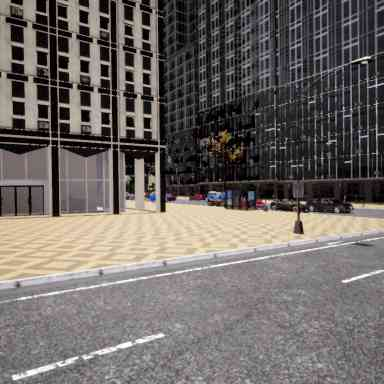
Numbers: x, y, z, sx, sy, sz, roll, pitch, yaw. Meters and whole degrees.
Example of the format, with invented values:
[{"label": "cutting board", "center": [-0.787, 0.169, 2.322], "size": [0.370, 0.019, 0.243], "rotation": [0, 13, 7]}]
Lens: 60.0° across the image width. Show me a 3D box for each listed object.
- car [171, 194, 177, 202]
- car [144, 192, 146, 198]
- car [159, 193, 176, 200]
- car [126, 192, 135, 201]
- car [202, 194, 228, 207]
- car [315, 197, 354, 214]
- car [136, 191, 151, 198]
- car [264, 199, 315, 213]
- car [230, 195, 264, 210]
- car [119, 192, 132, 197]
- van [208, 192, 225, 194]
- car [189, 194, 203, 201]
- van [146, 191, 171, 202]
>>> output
[{"label": "car", "center": [-4.681, 1.137, 61.329], "size": [1.895, 1.301, 4.718], "rotation": [-1, 1, -34]}, {"label": "car", "center": [-8.661, 0.615, 77.143], "size": [2.192, 1.841, 5.009], "rotation": [0, 1, -35]}, {"label": "car", "center": [-5.433, 0.936, 72.468], "size": [1.802, 1.307, 4.206], "rotation": [0, 1, -35]}, {"label": "car", "center": [-12.331, 1.039, 67.710], "size": [2.008, 1.369, 4.403], "rotation": [0, 1, -35]}, {"label": "car", "center": [3.764, 1.319, 44.291], "size": [1.947, 1.339, 4.313], "rotation": [0, 1, -35]}, {"label": "car", "center": [14.020, 1.345, 34.070], "size": [1.837, 1.490, 4.892], "rotation": [-1, 1, -35]}, {"label": "car", "center": [-11.890, 0.686, 81.822], "size": [1.967, 1.590, 4.097], "rotation": [0, 1, -35]}, {"label": "car", "center": [10.158, 1.424, 34.891], "size": [1.947, 1.339, 4.313], "rotation": [-1, 1, -35]}, {"label": "car", "center": [6.944, 1.388, 39.581], "size": [1.802, 1.307, 4.206], "rotation": [0, 1, -35]}, {"label": "car", "center": [-18.345, 0.688, 91.179], "size": [2.008, 1.369, 4.403], "rotation": [0, 1, -35]}, {"label": "van", "center": [4.250, 0.855, 58.431], "size": [1.690, 1.788, 3.998], "rotation": [0, 1, -35]}, {"label": "car", "center": [1.023, 1.043, 63.112], "size": [1.802, 1.307, 4.206], "rotation": [0, 1, -35]}, {"label": "van", "center": [-5.875, 0.937, 58.351], "size": [1.690, 1.788, 3.998], "rotation": [0, 1, -35]}]
